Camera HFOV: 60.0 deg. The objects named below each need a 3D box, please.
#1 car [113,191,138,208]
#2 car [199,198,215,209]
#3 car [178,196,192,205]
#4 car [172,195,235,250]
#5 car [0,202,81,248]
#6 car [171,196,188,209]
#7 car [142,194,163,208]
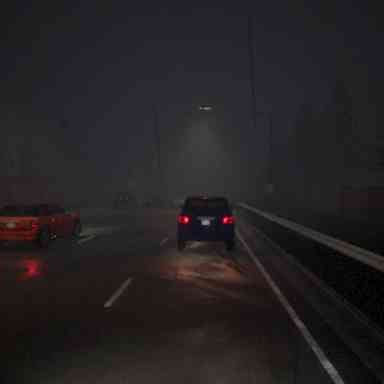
[{"bbox_3d":[-8.583,0.916,43.187,2.150,2.045,5.566,1,0,3],"label":"car"},{"bbox_3d":[1.919,1.430,43.090,1.895,1.301,4.718,1,0,3],"label":"car"},{"bbox_3d":[-1.069,1.345,53.541,1.895,1.301,4.718,1,0,3],"label":"car"},{"bbox_3d":[0.607,1.161,14.243,2.150,2.045,5.566,1,0,3],"label":"car"},{"bbox_3d":[-6.409,1.207,14.091,2.097,1.767,4.553,1,0,3],"label":"car"},{"bbox_3d":[-1.577,1.310,43.232,1.812,1.442,4.674,1,0,3],"label":"car"},{"bbox_3d":[-5.071,1.090,43.372,2.097,1.767,4.553,1,0,3],"label":"car"}]
